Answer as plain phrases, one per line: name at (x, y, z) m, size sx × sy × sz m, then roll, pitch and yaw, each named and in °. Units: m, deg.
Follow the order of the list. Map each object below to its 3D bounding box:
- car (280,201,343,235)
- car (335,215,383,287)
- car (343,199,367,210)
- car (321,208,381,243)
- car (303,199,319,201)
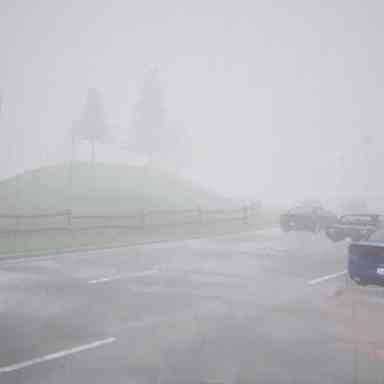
car at (6.941, 1.536, 19.484) m, size 1.882 × 1.535 × 5.008 m, roll 0°, pitch 0°, yaw 40°
car at (5.822, 1.494, 8.499) m, size 5.008 × 1.535 × 1.882 m, roll 0°, pitch 0°, yaw -41°
car at (18.976, 1.604, 39.188) m, size 1.837 × 1.490 × 4.892 m, roll 1°, pitch 0°, yaw 8°
car at (7.933, 1.638, 15.231) m, size 1.895 × 1.301 × 4.718 m, roll 0°, pitch 0°, yaw 44°
car at (15.842, 1.625, 44.756) m, size 2.128 × 1.511 × 4.902 m, roll 0°, pitch 0°, yaw 0°
